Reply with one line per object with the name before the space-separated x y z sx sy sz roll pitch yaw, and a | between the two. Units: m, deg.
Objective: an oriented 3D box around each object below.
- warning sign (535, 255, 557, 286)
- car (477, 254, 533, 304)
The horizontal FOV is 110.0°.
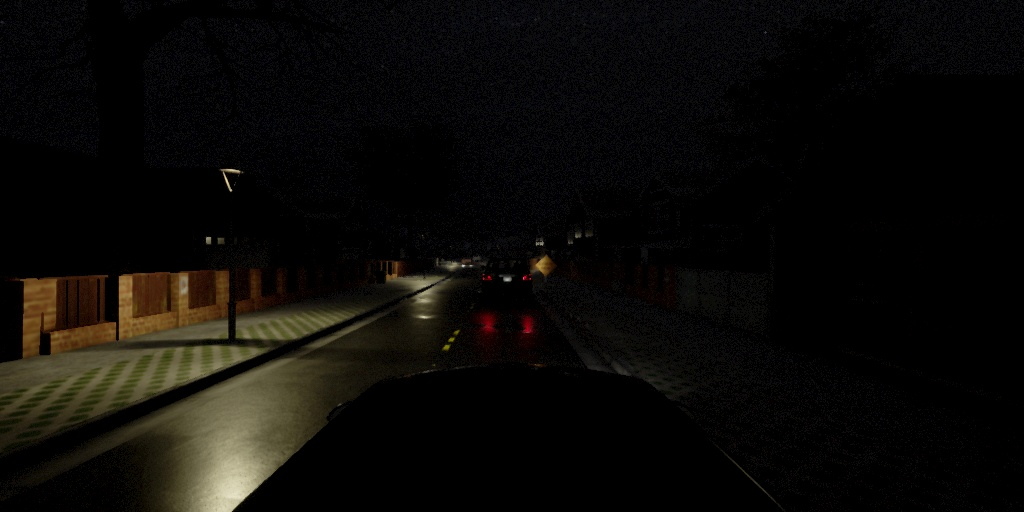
warning sign | 2.025 0.853 21.784 1.300 1.860 1.060 0 0 -3
car | -0.275 1.001 16.583 2.150 2.045 5.566 0 0 -2
